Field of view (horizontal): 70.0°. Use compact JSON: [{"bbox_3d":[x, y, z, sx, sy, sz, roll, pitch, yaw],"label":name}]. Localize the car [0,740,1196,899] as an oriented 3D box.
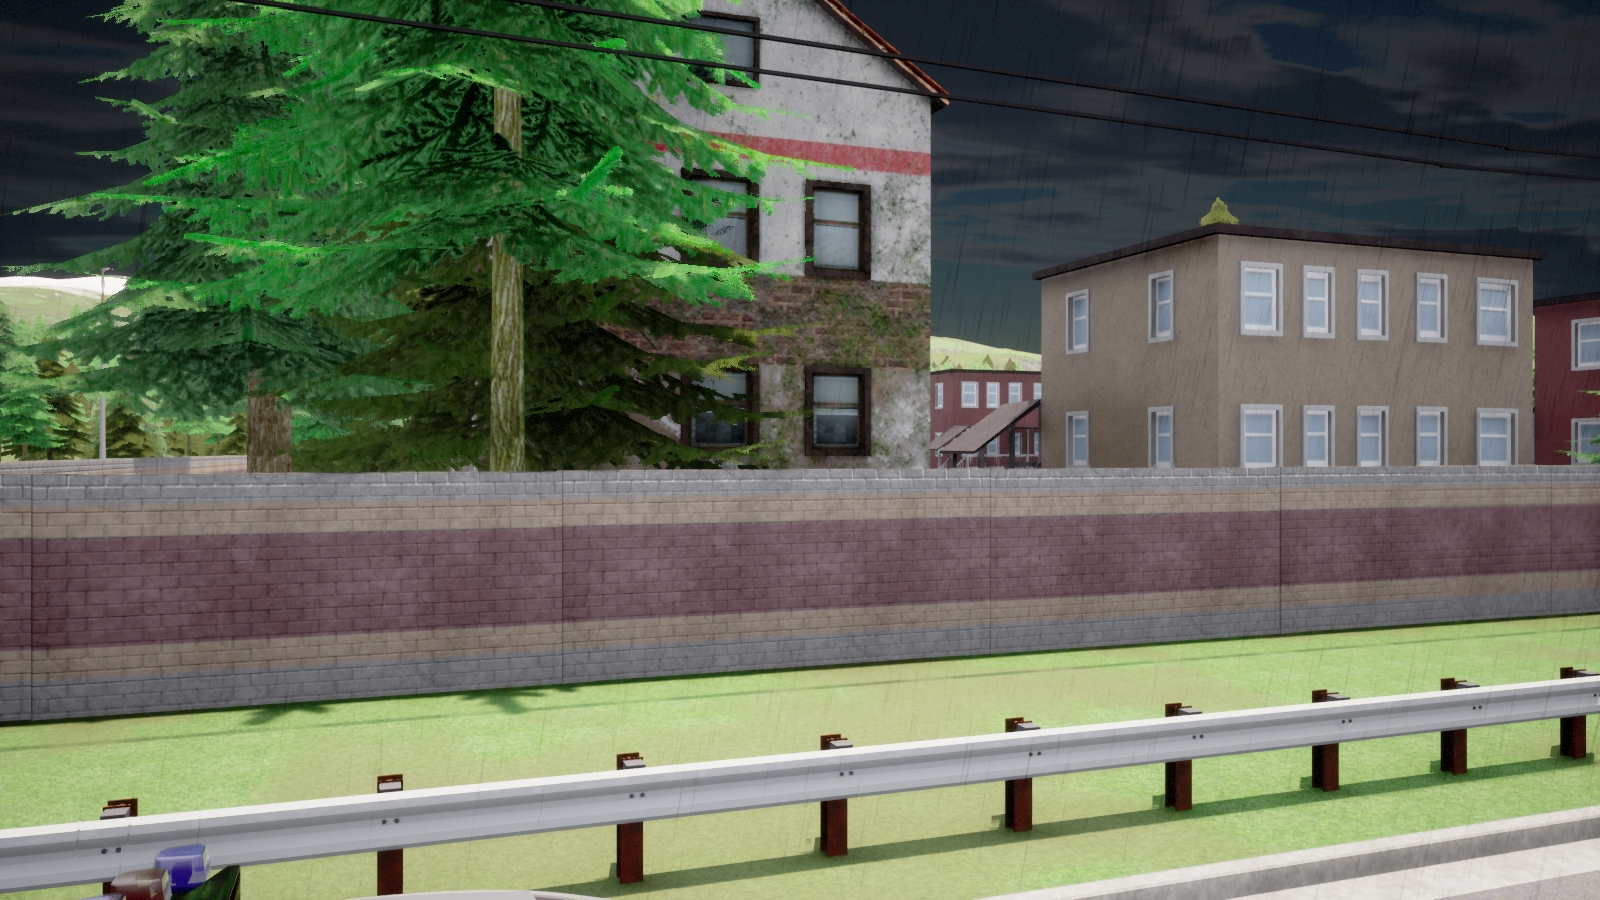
[{"bbox_3d":[-1.671,1.982,2.695,5.238,1.638,2.097,0,0,-20],"label":"car"}]
